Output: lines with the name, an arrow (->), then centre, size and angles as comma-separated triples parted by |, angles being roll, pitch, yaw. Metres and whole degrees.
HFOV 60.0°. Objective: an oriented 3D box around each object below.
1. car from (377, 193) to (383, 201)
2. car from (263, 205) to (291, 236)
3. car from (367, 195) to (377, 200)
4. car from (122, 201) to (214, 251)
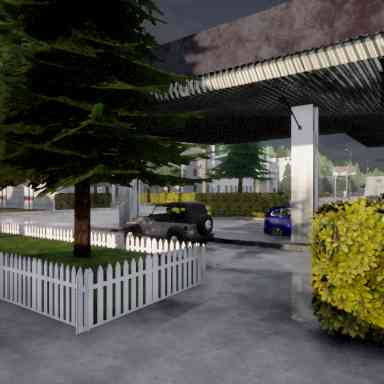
car -> 25.773, 1.077, 43.521 | 1.905, 1.878, 3.866 | 0, 0, 35
car -> 5.820, 1.480, 15.985 | 4.611, 1.667, 2.242 | 0, 0, 35
car -> 33.036, 1.298, 60.262 | 2.007, 1.523, 4.514 | 0, 0, 35
car -> -0.981, 1.313, 13.836 | 3.866, 1.878, 1.905 | 0, 0, 35
